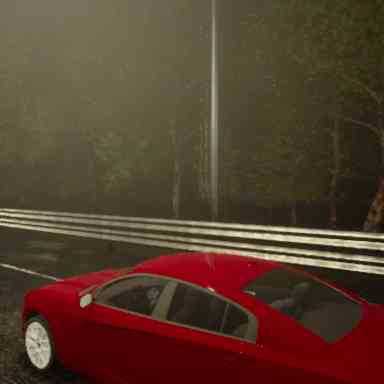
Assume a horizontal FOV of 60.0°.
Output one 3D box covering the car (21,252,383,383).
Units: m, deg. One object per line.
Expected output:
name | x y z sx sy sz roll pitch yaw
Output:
car | -0.057 1.474 3.913 5.008 1.535 1.882 0 0 36
